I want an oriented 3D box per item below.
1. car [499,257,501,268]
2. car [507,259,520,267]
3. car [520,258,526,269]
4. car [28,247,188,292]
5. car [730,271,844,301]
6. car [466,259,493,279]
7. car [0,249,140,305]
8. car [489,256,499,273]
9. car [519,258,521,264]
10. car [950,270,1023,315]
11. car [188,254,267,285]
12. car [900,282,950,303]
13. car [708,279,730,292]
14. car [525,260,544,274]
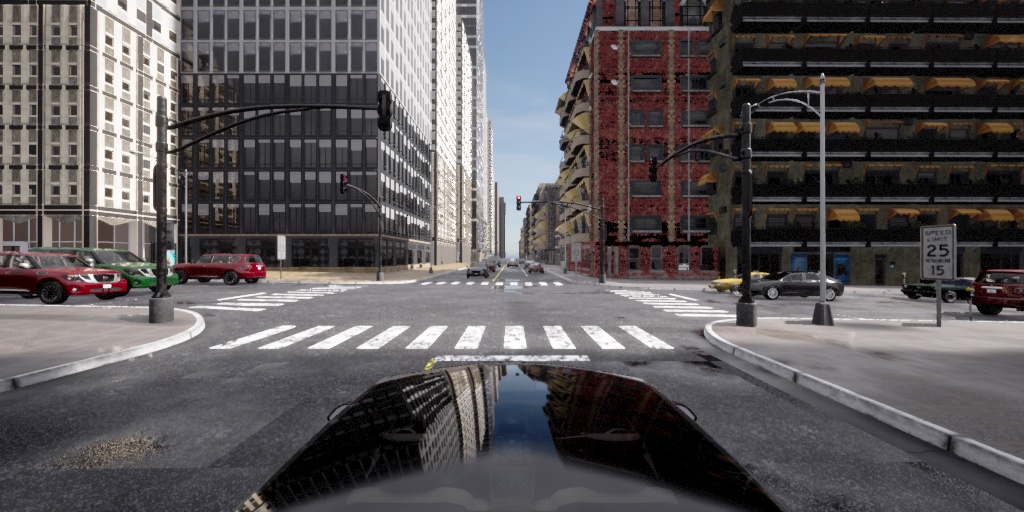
[{"bbox_3d":[-3.020,0.995,61.641,2.150,2.045,5.566,0,0,1],"label":"car"},{"bbox_3d":[0.138,1.338,65.040,1.994,1.385,4.181,0,0,1],"label":"car"},{"bbox_3d":[2.726,1.317,54.557,2.007,1.370,4.403,0,0,0],"label":"car"},{"bbox_3d":[-18.240,0.658,15.883,5.566,2.045,2.150,1,0,0],"label":"car"},{"bbox_3d":[14.926,1.562,19.316,4.892,1.490,1.837,1,0,2],"label":"car"},{"bbox_3d":[-3.074,1.260,32.993,1.837,1.490,4.892,0,0,0],"label":"car"},{"bbox_3d":[-17.567,0.757,13.294,5.009,1.841,2.192,0,0,0],"label":"car"},{"bbox_3d":[-3.067,1.113,43.613,2.097,1.767,4.553,0,0,0],"label":"car"},{"bbox_3d":[2.731,1.321,60.205,2.007,1.370,4.403,0,0,0],"label":"car"},{"bbox_3d":[20.607,1.461,13.634,5.009,1.841,2.192,0,0,0],"label":"car"},{"bbox_3d":[-17.696,0.776,21.673,5.009,1.841,2.192,0,0,0],"label":"car"},{"bbox_3d":[24.217,1.827,19.421,4.718,1.301,1.895,1,0,-1],"label":"car"},{"bbox_3d":[14.644,1.587,21.934,4.829,1.417,1.751,0,0,0],"label":"car"},{"bbox_3d":[2.768,1.341,41.639,1.802,1.307,4.207,0,0,0],"label":"car"}]
